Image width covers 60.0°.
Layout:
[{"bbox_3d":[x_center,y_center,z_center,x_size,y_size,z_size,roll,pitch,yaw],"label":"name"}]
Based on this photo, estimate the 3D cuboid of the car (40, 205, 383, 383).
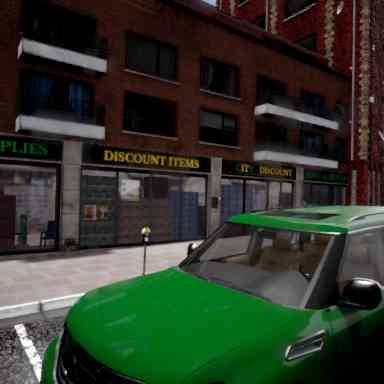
[{"bbox_3d":[1.309,1.224,3.881,5.566,2.045,2.150,0,0,-36],"label":"car"}]
